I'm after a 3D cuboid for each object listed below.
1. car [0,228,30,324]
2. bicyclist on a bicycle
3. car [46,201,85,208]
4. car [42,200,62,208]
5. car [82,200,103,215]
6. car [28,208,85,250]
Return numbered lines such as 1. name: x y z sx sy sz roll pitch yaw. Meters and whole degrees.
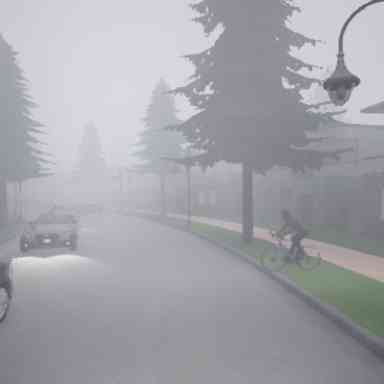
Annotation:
1. car: -4.054 1.530 4.267 1.837 1.490 4.892 0 0 -5
2. bicyclist on a bicycle: 2.586 1.286 8.694 1.656 1.620 0.582 0 0 -8
3. car: -9.252 1.604 24.100 2.033 1.411 5.357 0 0 -24
4. car: -17.902 1.711 43.341 1.895 1.301 4.718 0 0 -44
5. car: -10.685 1.543 34.160 1.882 1.535 5.008 0 0 -33
6. car: -5.800 1.600 14.067 1.994 1.385 4.181 0 0 -15
